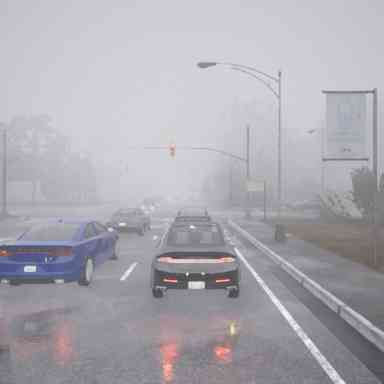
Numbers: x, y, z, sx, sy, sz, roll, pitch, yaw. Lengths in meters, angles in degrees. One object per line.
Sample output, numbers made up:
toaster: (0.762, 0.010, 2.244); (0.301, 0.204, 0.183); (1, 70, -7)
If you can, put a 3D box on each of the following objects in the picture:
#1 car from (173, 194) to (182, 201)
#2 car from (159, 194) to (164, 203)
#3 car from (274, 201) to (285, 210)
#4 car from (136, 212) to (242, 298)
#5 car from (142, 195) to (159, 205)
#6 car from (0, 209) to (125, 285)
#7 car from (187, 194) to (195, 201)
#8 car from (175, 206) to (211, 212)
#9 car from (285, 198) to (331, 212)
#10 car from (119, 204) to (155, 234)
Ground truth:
car: (-3.800, 1.471, 85.318); (1.882, 1.535, 5.008); (0, 0, 0)
car: (-7.261, 1.505, 65.991); (1.837, 1.490, 4.892); (0, 0, 0)
car: (12.852, 1.491, 41.701); (4.902, 1.511, 2.128); (0, 0, 3)
car: (0.073, 1.492, 8.508); (2.128, 1.511, 4.902); (0, 0, 0)
car: (-7.278, 1.505, 56.623); (1.837, 1.490, 4.892); (0, 0, 0)
car: (-3.432, 1.478, 9.513); (1.882, 1.535, 5.008); (0, 0, 0)
car: (-0.302, 1.518, 85.713); (2.128, 1.511, 4.902); (0, 0, 0)
car: (0.038, 1.478, 18.004); (1.882, 1.535, 5.008); (0, 0, 0)
car: (13.570, 1.526, 38.143); (4.674, 1.442, 1.812); (0, 0, 3)
car: (-3.463, 1.564, 18.504); (1.994, 1.385, 4.181); (0, 0, 0)
